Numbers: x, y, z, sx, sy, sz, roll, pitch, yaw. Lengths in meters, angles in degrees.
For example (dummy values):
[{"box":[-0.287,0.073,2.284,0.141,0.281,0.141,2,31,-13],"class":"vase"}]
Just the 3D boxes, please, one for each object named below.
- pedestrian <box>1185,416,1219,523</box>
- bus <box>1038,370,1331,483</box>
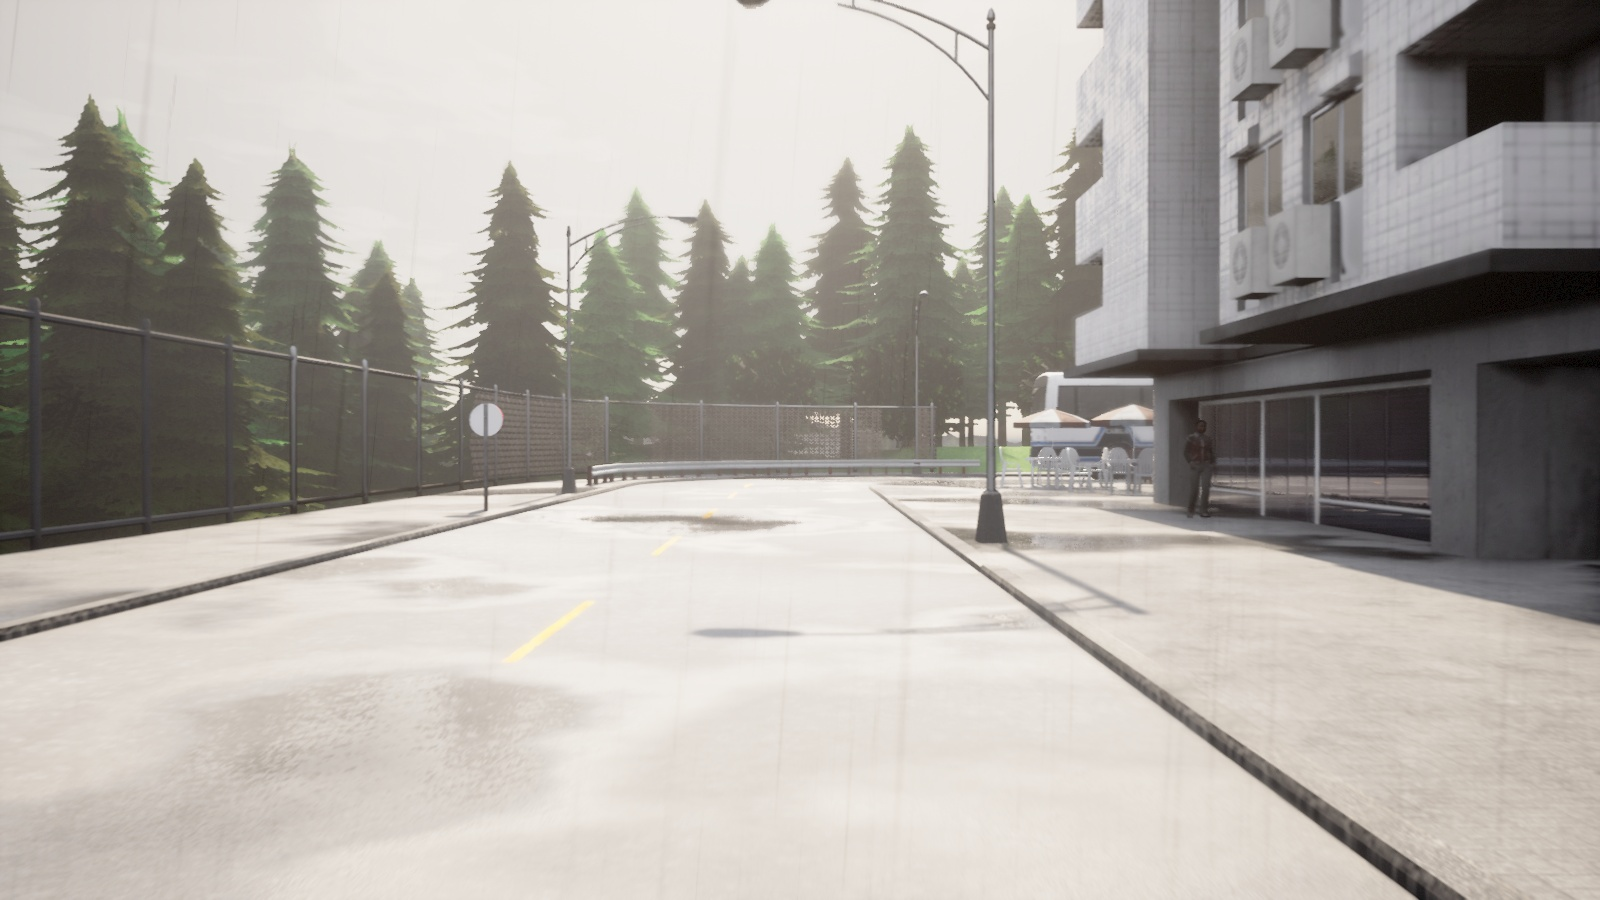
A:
[{"box":[7.389,0.348,23.093,0.402,1.930,0.666,0,0,0],"class":"pedestrian"},{"box":[14.872,-0.896,49.299,10.273,4.253,3.944,0,0,0],"class":"bus"}]
